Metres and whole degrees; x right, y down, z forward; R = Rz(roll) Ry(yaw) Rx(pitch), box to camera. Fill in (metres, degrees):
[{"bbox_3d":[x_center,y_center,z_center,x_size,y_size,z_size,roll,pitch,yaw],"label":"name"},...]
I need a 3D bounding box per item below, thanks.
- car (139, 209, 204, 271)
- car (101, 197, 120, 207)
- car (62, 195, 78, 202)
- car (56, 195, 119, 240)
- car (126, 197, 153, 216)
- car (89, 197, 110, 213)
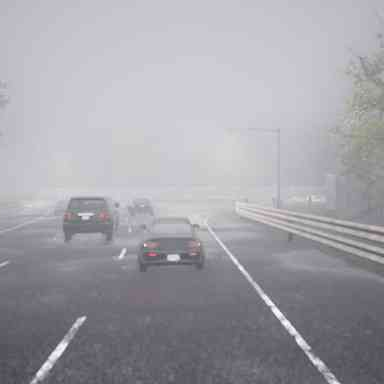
[{"bbox_3d":[-0.709,1.504,10.832,1.812,1.442,4.674,0,0,-6],"label":"car"},{"bbox_3d":[-12.545,1.517,50.867,1.895,1.301,4.718,0,0,-26],"label":"car"},{"bbox_3d":[-26.432,1.395,71.915,1.837,1.490,4.892,0,0,-40],"label":"car"},{"bbox_3d":[-5.000,1.195,16.963,2.150,2.045,5.566,0,0,-9],"label":"car"},{"bbox_3d":[-5.046,1.296,31.828,2.097,1.767,4.553,0,0,-16],"label":"car"},{"bbox_3d":[-10.298,1.419,36.846,1.882,1.535,5.008,0,0,-20],"label":"car"}]
